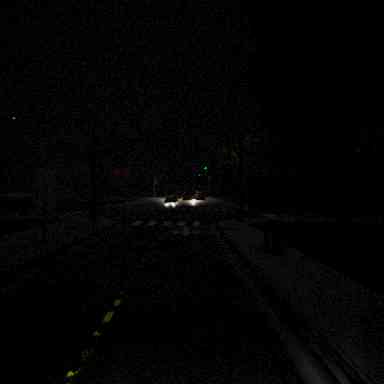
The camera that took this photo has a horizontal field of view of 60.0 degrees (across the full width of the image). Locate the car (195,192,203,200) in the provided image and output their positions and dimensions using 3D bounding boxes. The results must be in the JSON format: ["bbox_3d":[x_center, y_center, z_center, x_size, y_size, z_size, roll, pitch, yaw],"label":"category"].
[{"bbox_3d":[1.911,0.998,91.910,2.150,2.045,5.566,0,0,-1],"label":"car"}]

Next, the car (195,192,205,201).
[{"bbox_3d":[2.099,1.301,81.844,2.097,1.767,4.553,0,0,-1],"label":"car"}]

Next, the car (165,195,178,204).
[{"bbox_3d":[-4.064,1.507,62.830,1.994,1.385,4.181,0,0,-1],"label":"car"}]

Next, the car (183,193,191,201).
[{"bbox_3d":[-1.152,1.482,81.814,1.994,1.385,4.181,0,0,-1],"label":"car"}]

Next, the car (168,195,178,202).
[{"bbox_3d":[-4.331,1.451,78.070,2.128,1.511,4.902,0,0,-1],"label":"car"}]
